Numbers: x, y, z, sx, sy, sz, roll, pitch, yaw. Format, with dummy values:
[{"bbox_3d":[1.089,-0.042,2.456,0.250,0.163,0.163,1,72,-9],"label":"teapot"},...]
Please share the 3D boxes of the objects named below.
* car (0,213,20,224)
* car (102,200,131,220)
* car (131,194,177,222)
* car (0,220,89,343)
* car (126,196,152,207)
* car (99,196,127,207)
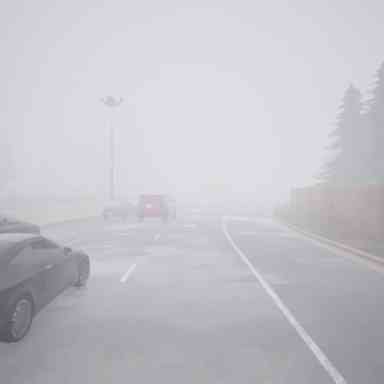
[{"bbox_3d":[-6.904,1.463,11.338,2.128,1.511,4.902,0,0,0],"label":"car"},{"bbox_3d":[-5.866,1.459,27.488,1.812,1.442,4.674,0,0,8],"label":"car"},{"bbox_3d":[-2.625,1.158,25.646,2.150,2.045,5.566,0,0,7],"label":"car"},{"bbox_3d":[-3.436,1.510,6.276,1.812,1.442,4.674,0,0,0],"label":"car"},{"bbox_3d":[-7.806,1.406,49.343,1.812,1.442,4.674,0,0,20],"label":"car"},{"bbox_3d":[-11.556,1.406,49.209,1.812,1.442,4.674,0,0,19],"label":"car"}]
